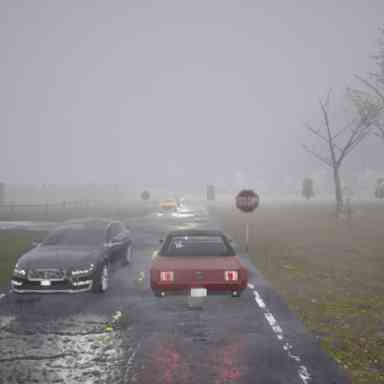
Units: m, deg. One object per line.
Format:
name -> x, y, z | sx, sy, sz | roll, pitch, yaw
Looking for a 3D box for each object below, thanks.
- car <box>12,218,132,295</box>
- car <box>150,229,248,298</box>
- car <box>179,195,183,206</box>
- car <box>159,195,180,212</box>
car -> -2.824, 1.508, 8.863 | 1.837, 1.490, 4.892 | 0, 0, 0
car -> 0.094, 1.605, 8.489 | 1.895, 1.301, 4.718 | 0, 0, -1
car -> -2.683, 1.516, 49.597 | 1.837, 1.490, 4.892 | 0, 0, 0
car -> -2.725, 1.489, 38.756 | 1.882, 1.535, 5.008 | 0, 0, 0
